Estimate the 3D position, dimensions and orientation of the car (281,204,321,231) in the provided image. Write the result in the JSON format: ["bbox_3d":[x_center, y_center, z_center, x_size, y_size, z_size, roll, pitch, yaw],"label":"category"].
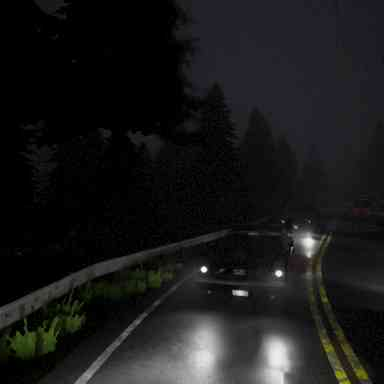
[{"bbox_3d":[6.662,1.456,20.054,2.033,1.411,5.357,-2,0,26],"label":"car"}]

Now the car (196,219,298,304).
[{"bbox_3d":[1.583,1.597,8.412,1.895,1.301,4.718,-1,0,18],"label":"car"}]

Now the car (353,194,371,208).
[{"bbox_3d":[20.614,1.051,40.240,2.128,1.511,4.902,-2,0,28],"label":"car"}]
